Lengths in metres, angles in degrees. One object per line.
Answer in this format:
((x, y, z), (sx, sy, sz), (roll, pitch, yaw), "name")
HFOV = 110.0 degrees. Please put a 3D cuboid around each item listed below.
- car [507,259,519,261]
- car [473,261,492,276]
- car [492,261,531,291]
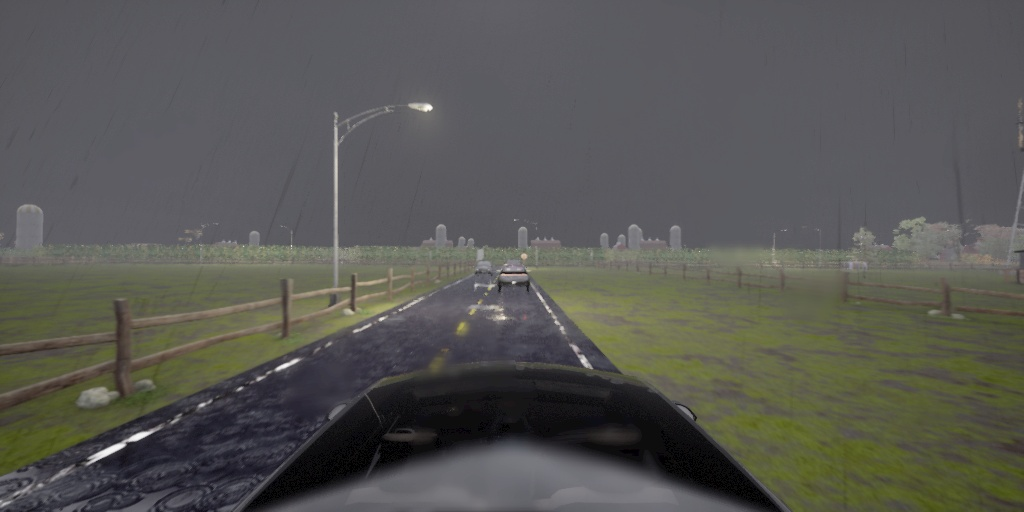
((0.106, 1.095, 40.374), (2.097, 1.767, 4.553), (0, 0, 0), "car")
((-2.836, 1.249, 37.370), (1.837, 1.490, 4.892), (0, 0, 0), "car")
((0.103, 1.241, 21.717), (2.128, 1.511, 4.902), (0, 0, 0), "car")
